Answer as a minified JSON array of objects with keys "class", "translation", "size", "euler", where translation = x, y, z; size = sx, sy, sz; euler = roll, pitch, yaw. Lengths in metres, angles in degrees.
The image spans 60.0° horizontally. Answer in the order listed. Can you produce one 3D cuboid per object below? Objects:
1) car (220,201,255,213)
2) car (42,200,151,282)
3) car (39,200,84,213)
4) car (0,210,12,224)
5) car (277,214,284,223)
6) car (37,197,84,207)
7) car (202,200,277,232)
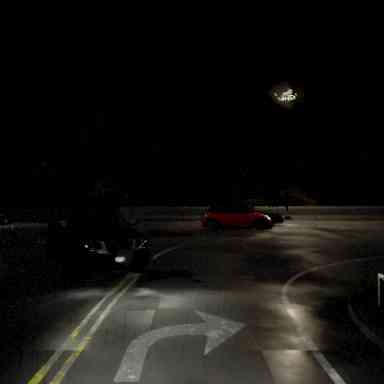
[{"class":"car","translation":[5.857,1.911,43.145],"size":[4.181,1.385,1.994],"euler":[0,0,-1]},{"class":"car","translation":[-3.375,1.457,11.220],"size":[2.150,2.045,5.566],"euler":[3,-2,-33]},{"class":"car","translation":[-16.806,1.823,42.935],"size":[5.008,1.535,1.882],"euler":[0,0,-1]},{"class":"car","translation":[-16.271,1.636,25.239],"size":[4.553,1.767,2.097],"euler":[0,0,-1]},{"class":"car","translation":[4.160,1.833,25.428],"size":[5.357,1.411,2.033],"euler":[0,0,-1]},{"class":"car","translation":[-15.453,1.556,39.447],"size":[5.566,2.045,2.150],"euler":[0,0,-1]},{"class":"car","translation":[2.915,1.624,21.917],"size":[4.553,1.767,2.097],"euler":[0,0,-1]}]
